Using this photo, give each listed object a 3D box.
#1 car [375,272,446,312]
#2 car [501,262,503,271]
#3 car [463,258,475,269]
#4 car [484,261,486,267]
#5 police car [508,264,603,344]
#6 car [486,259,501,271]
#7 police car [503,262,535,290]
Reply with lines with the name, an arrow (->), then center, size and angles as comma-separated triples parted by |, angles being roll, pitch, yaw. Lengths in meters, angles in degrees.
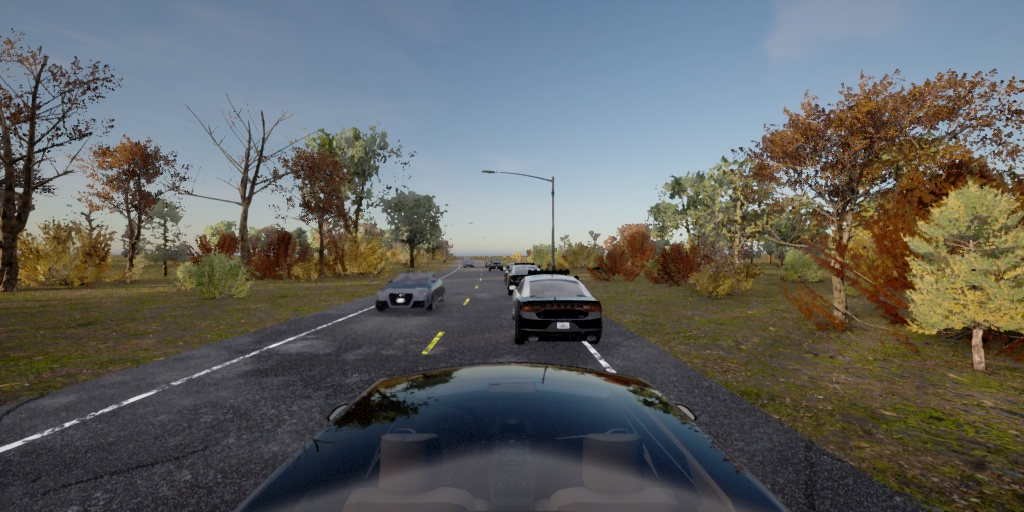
car -> -3.820, 1.311, 14.113 | 1.994, 1.385, 4.181 | 0, 0, -2
car -> 0.413, 1.217, 25.665 | 1.882, 1.535, 5.008 | 0, 0, -3
car -> -6.780, 1.269, 56.375 | 2.033, 1.411, 5.357 | 0, 0, -6
car -> -3.516, 1.209, 60.227 | 2.128, 1.511, 4.902 | 0, 0, -7
police car -> 0.969, 1.174, 9.695 | 1.930, 1.638, 5.238 | 0, 0, -1
car -> -2.169, 1.234, 47.337 | 1.837, 1.490, 4.892 | 0, 0, -5
police car -> 0.679, 1.170, 19.747 | 1.930, 1.638, 5.238 | 0, 0, -2
